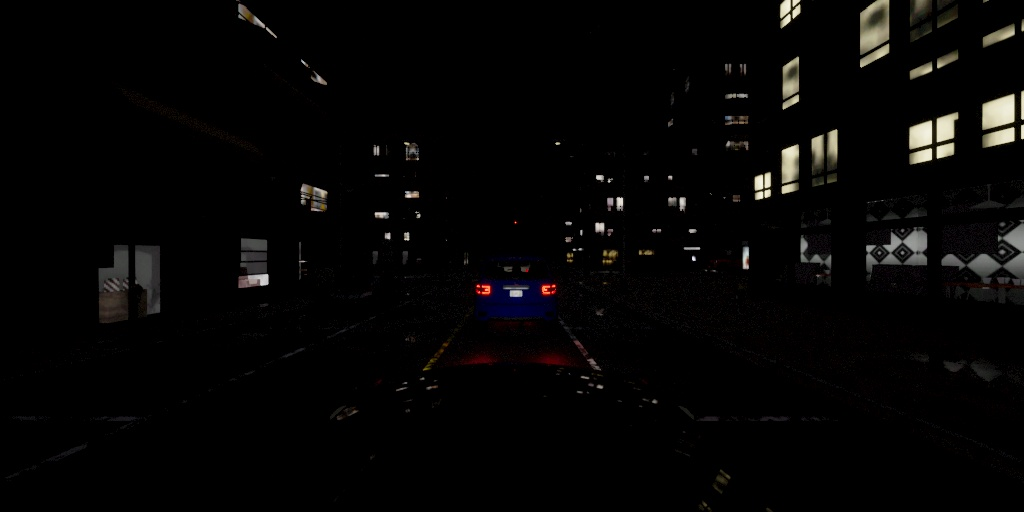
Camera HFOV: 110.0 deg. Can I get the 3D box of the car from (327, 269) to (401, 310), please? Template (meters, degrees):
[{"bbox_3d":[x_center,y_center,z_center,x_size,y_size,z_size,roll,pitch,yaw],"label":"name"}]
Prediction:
[{"bbox_3d":[-5.739,1.332,14.483,1.802,1.307,4.207,0,0,0],"label":"car"}]

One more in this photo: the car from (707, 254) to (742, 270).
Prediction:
[{"bbox_3d":[24.450,0.622,40.334,4.553,1.767,2.097,-1,0,0],"label":"car"}]

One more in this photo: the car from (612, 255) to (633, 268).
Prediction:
[{"bbox_3d":[14.580,0.764,42.840,5.009,1.841,2.192,0,0,0],"label":"car"}]

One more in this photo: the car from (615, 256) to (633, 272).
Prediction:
[{"bbox_3d":[14.422,0.983,40.230,4.674,1.442,1.812,-1,0,-1],"label":"car"}]

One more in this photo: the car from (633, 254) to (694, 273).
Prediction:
[{"bbox_3d":[14.713,0.778,34.461,5.009,1.841,2.192,0,0,0],"label":"car"}]

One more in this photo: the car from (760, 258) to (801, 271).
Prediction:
[{"bbox_3d":[25.807,0.822,34.556,4.313,1.339,1.948,0,0,0],"label":"car"}]

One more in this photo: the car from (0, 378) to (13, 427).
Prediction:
[{"bbox_3d":[-5.690,1.300,1.566,2.007,1.370,4.403,0,0,0],"label":"car"}]

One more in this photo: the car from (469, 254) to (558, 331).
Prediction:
[{"bbox_3d":[0.099,0.971,11.079,2.150,2.045,5.566,0,0,0],"label":"car"}]
